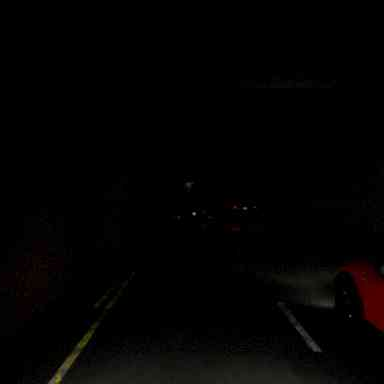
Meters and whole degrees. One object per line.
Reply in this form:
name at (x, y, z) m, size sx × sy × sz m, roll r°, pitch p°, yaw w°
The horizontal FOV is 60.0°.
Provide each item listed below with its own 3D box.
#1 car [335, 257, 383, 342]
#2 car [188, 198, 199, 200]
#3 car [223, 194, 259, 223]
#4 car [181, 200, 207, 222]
car at (3.609, 1.349, 4.142) m, size 2.097 × 1.767 × 4.553 m, roll 0°, pitch 0°, yaw 0°
car at (0.188, 1.484, 42.173) m, size 1.812 × 1.442 × 4.674 m, roll 0°, pitch 0°, yaw 0°
car at (3.658, 1.198, 25.596) m, size 2.150 × 2.045 × 5.566 m, roll 0°, pitch 0°, yaw 0°
car at (0.161, 1.538, 25.954) m, size 1.994 × 1.385 × 4.181 m, roll 0°, pitch 0°, yaw 0°
